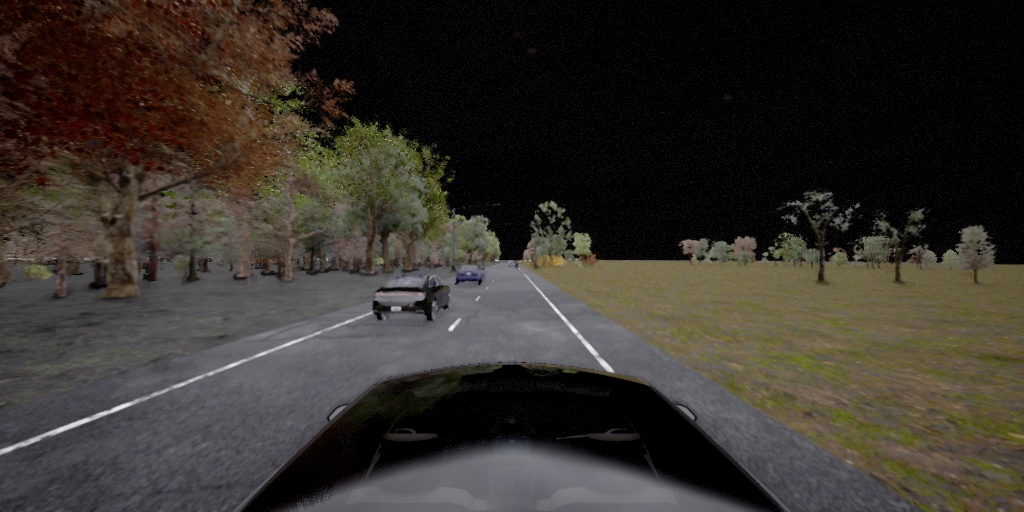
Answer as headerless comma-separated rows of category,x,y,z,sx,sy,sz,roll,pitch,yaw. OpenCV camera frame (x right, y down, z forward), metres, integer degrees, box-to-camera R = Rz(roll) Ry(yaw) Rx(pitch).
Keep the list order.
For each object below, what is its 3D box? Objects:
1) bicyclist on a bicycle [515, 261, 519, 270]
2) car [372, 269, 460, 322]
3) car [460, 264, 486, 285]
bicyclist on a bicycle,0.959,1.816,63.987,0.659,1.776,1.843,0,0,0
car,-3.399,1.367,12.954,2.128,1.511,4.902,0,-1,0
car,-3.402,1.420,30.205,2.097,1.767,4.553,0,-1,0
